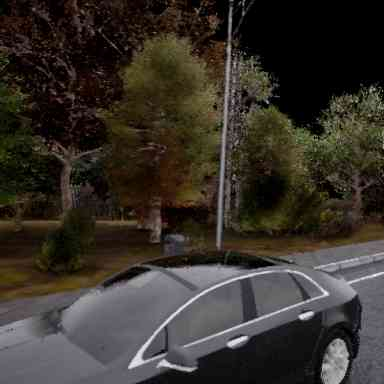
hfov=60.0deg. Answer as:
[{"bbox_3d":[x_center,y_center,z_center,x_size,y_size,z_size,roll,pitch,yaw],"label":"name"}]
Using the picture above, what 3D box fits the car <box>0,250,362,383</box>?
[{"bbox_3d":[-0.057,1.508,3.633,4.892,1.490,1.837,0,0,-35],"label":"car"}]
